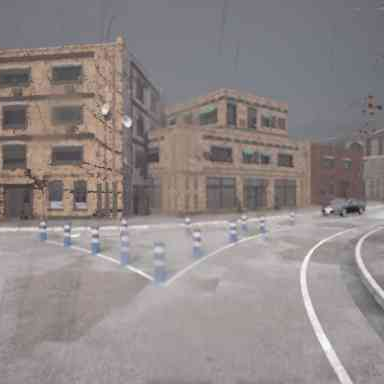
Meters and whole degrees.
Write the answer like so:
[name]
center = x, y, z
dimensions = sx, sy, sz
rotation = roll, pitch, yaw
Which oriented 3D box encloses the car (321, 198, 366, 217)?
[car]
center = 13.056, 1.268, 28.643
dimensions = 4.902, 1.511, 2.128
rotation = -2, 1, -37
